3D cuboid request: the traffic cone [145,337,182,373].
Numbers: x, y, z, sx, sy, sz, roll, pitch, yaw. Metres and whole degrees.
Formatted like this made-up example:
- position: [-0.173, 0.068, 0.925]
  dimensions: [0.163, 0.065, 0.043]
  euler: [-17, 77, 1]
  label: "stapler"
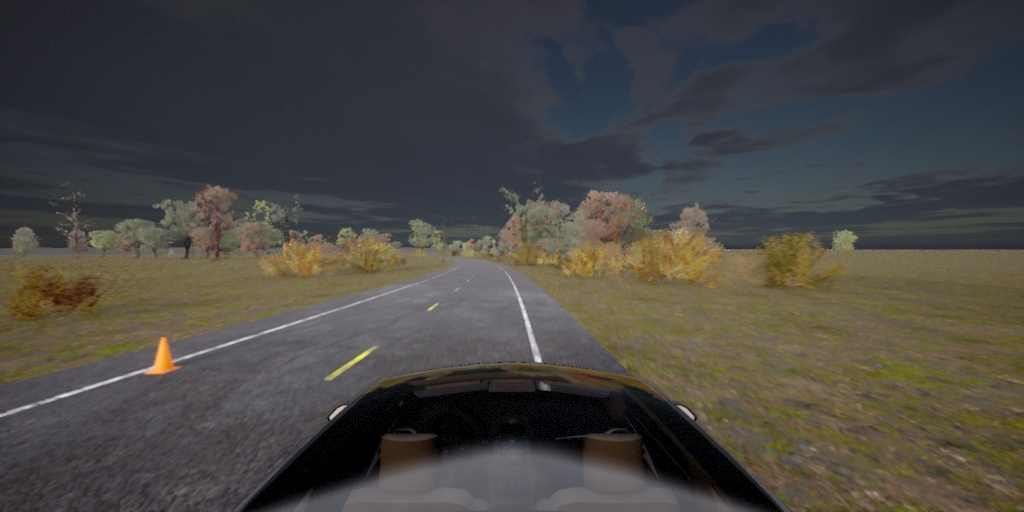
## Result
- position: [-6.148, 1.730, 6.337]
  dimensions: [0.340, 0.580, 0.340]
  euler: [0, 0, 0]
  label: "traffic cone"
